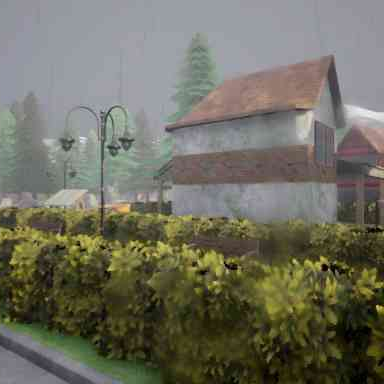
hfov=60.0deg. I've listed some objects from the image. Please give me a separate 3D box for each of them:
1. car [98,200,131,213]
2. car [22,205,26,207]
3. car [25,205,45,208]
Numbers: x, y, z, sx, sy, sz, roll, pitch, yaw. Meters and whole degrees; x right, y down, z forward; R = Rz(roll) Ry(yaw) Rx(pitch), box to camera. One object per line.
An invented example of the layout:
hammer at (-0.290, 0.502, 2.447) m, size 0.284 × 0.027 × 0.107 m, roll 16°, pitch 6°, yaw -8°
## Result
car at (-8.134, 1.640, 36.839) m, size 1.882 × 1.535 × 5.008 m, roll 0°, pitch 0°, yaw 36°
car at (-14.022, 1.765, 22.107) m, size 1.895 × 1.301 × 4.718 m, roll 0°, pitch 0°, yaw 33°
car at (-14.073, 1.763, 28.636) m, size 1.895 × 1.301 × 4.718 m, roll 0°, pitch 0°, yaw 36°
